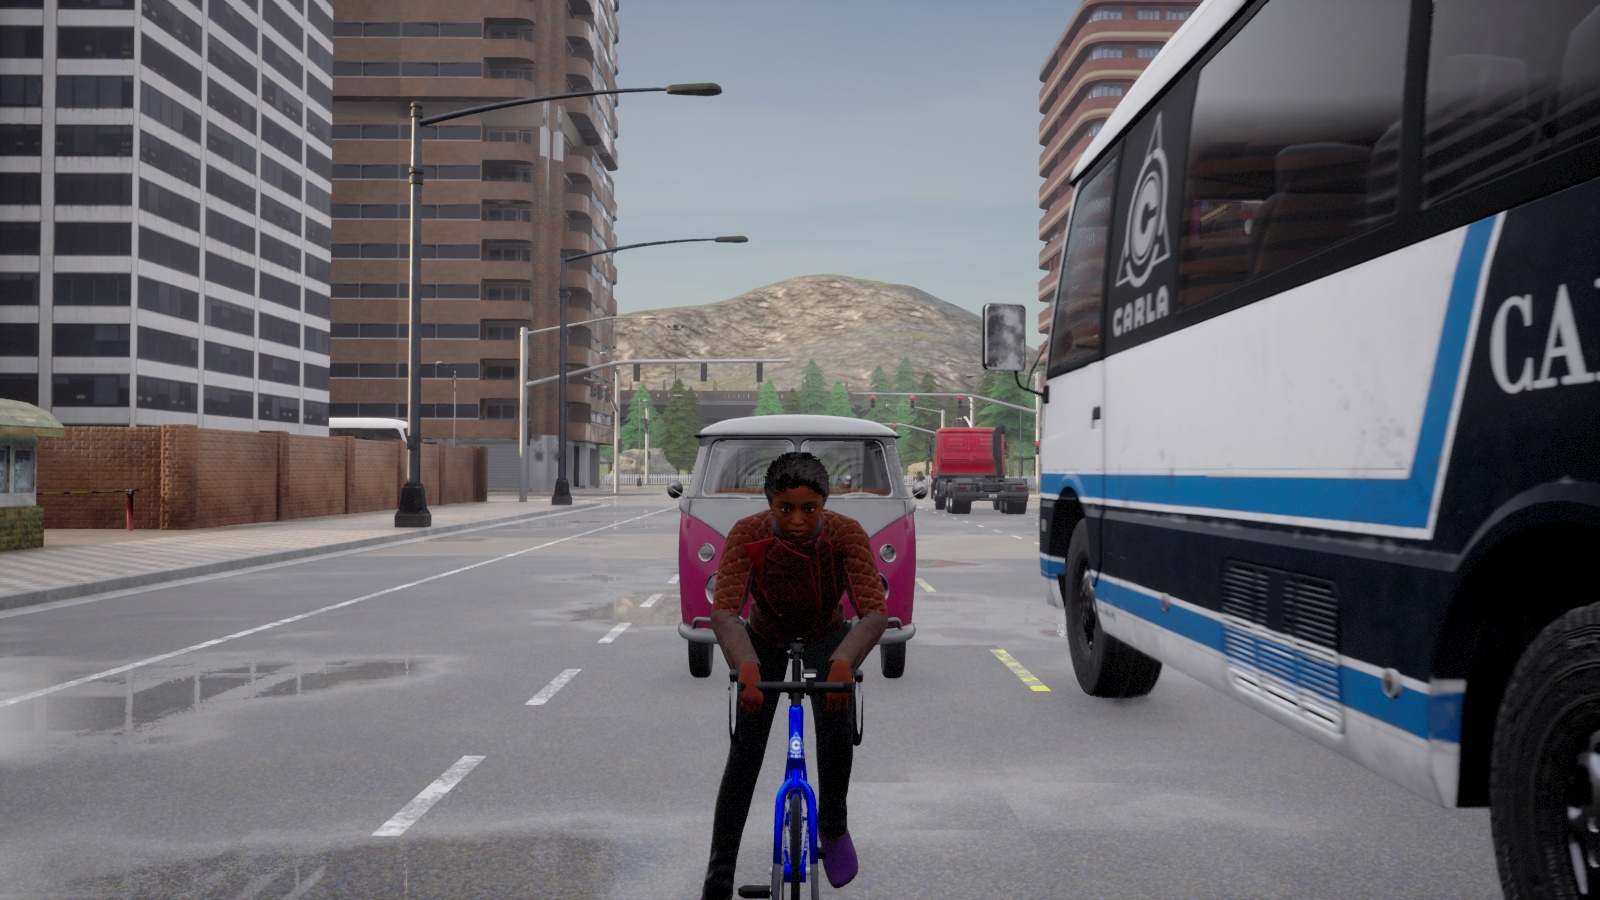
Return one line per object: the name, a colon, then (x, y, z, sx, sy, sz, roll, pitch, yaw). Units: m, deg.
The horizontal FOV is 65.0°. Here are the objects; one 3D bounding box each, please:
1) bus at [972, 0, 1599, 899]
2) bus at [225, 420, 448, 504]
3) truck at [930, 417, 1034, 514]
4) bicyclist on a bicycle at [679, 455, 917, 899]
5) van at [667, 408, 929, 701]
bus: (3.486, -0.479, 5.798, 3.944, 4.253, 10.273, 0, -1, 0)
bus: (-24.146, 0.639, 65.914, 10.273, 4.253, 3.944, 0, -1, 0)
truck: (6.929, 0.626, 49.008, 2.891, 3.462, 7.936, 0, -1, 0)
bicyclist on a bicycle: (-0.005, 0.833, 3.919, 0.582, 1.620, 1.656, 0, -1, 0)
van: (-0.015, 0.748, 10.772, 1.775, 1.987, 4.442, 0, -1, 0)
